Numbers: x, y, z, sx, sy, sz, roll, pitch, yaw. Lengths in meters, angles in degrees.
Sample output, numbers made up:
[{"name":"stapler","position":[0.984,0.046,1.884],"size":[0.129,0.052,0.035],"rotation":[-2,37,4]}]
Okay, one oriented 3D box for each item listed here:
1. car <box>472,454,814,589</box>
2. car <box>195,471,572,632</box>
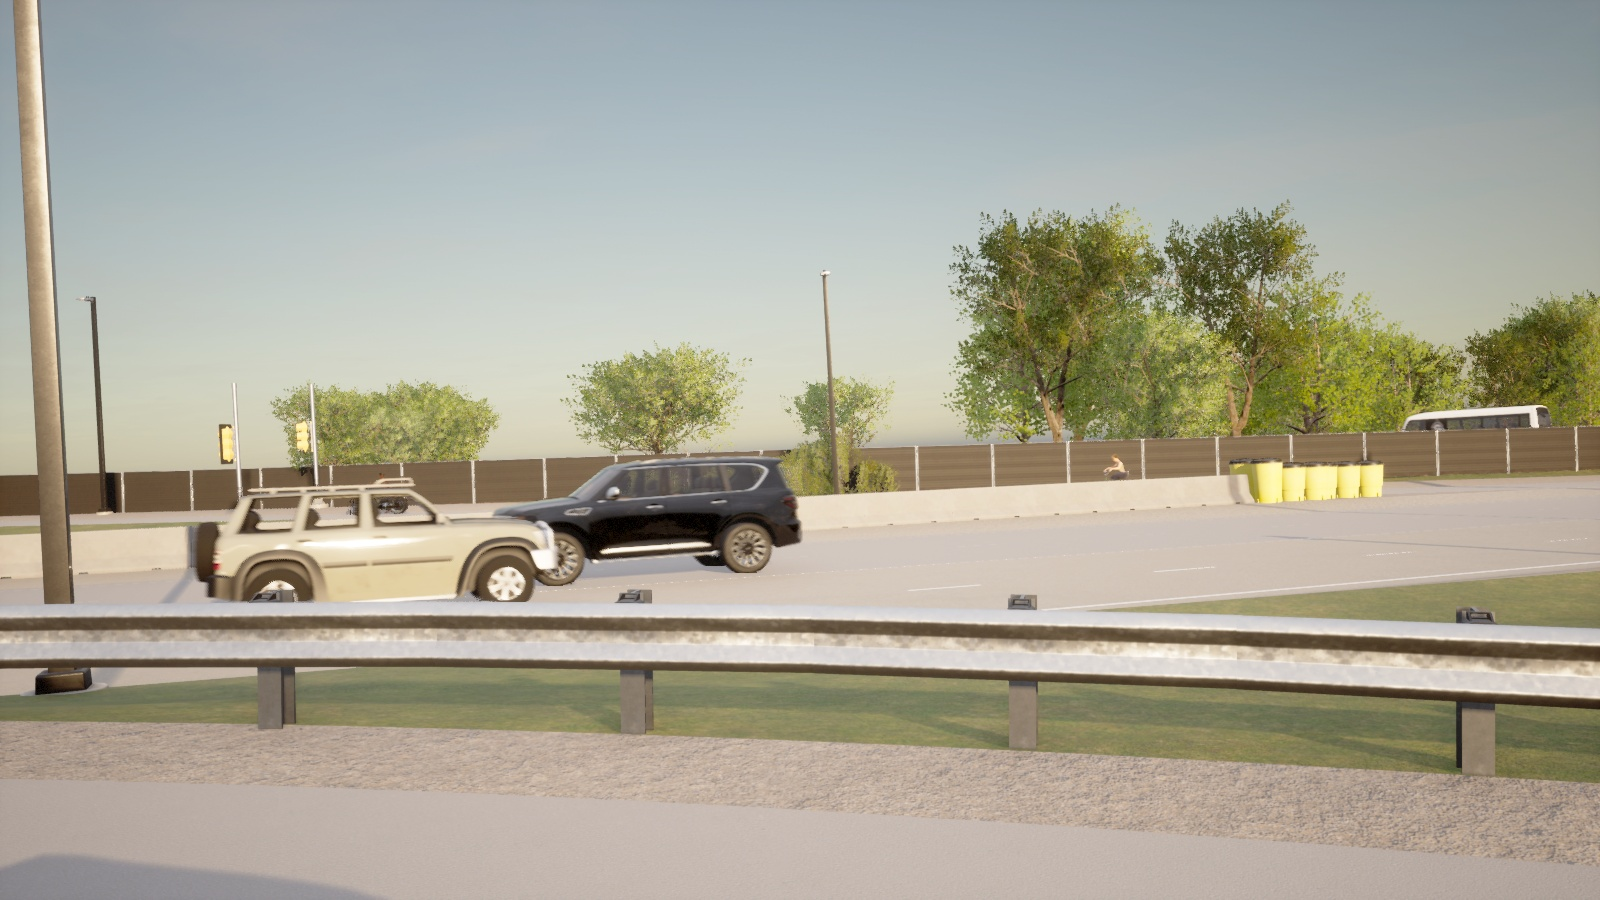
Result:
[{"name":"car","position":[-2.755,1.163,22.088],"size":[5.566,2.045,2.150],"rotation":[-1,-1,-21]},{"name":"car","position":[-5.636,1.284,17.203],"size":[4.605,1.855,1.932],"rotation":[-1,-1,-21]}]
